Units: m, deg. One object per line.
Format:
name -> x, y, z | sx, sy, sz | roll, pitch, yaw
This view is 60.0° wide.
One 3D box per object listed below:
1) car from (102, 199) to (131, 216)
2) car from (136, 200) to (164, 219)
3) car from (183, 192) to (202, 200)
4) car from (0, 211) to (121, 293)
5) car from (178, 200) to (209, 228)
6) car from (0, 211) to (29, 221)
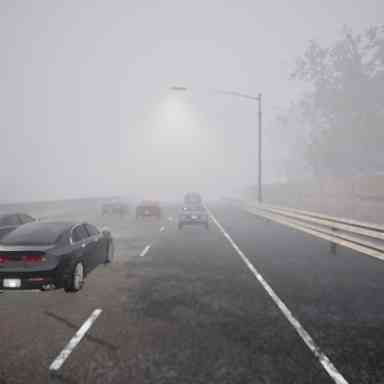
car -> -6.906, 1.376, 30.530 | 2.128, 1.511, 4.902 | 0, 0, 0
car -> -3.404, 1.373, 27.551 | 1.882, 1.535, 5.008 | 0, 0, 0
car -> 0.091, 1.066, 41.836 | 2.150, 2.045, 5.566 | 0, 0, 0
car -> -3.402, 1.470, 8.726 | 1.837, 1.490, 4.892 | 0, 0, 0
car -> 0.094, 1.465, 21.281 | 2.033, 1.411, 5.357 | 0, 0, 0
car -> -6.901, 1.429, 12.199 | 1.882, 1.535, 5.008 | 0, 0, 0
